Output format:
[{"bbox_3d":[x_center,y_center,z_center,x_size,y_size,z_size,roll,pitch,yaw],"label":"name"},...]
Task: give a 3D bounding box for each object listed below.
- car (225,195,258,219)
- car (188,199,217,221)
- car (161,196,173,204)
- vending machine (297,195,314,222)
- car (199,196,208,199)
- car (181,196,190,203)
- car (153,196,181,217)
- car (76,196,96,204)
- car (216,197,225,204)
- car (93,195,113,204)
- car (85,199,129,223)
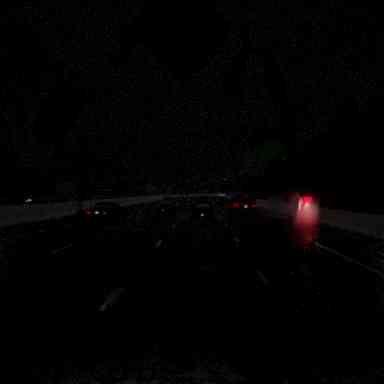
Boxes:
[{"bbox_3d":[4.508,1.288,29.869,2.150,2.045,5.566,1,0,2],"label":"car"},{"bbox_3d":[0.864,1.544,27.330,1.812,1.442,4.674,1,0,2],"label":"car"},{"bbox_3d":[-4.820,1.513,65.017,1.994,1.385,4.181,1,0,2],"label":"car"},{"bbox_3d":[9.279,1.328,27.245,1.100,2.100,0.880,1,0,2],"label":"vending machine"},{"bbox_3d":[2.201,1.537,65.471,2.128,1.511,4.902,1,0,2],"label":"car"},{"bbox_3d":[-1.293,1.562,65.779,1.994,1.385,4.181,1,0,2],"label":"car"},{"bbox_3d":[-2.465,1.452,31.627,1.882,1.535,5.008,1,0,2],"label":"car"},{"bbox_3d":[-19.098,1.344,60.155,1.895,1.301,4.718,1,0,2],"label":"car"},{"bbox_3d":[5.725,1.694,65.650,1.895,1.301,4.718,1,0,2],"label":"car"},{"bbox_3d":[-15.655,1.277,58.633,1.882,1.535,5.008,1,0,2],"label":"car"},{"bbox_3d":[-6.302,1.467,25.106,2.033,1.411,5.357,1,0,4],"label":"car"}]
